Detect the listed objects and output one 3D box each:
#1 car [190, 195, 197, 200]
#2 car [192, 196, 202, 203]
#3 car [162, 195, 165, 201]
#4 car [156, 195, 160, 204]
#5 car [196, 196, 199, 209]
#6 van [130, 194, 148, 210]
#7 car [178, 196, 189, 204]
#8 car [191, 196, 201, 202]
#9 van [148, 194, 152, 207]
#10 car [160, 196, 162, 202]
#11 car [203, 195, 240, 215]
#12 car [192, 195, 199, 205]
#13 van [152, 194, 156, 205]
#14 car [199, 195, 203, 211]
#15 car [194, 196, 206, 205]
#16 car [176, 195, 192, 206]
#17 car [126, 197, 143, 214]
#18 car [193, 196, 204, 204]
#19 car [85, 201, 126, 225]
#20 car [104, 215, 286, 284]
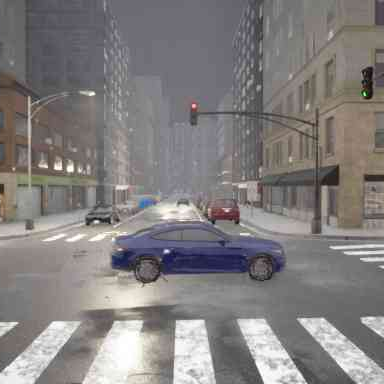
[{"bbox_3d":[0.400,1.525,91.139,2.008,1.369,4.403,-1,0,-2],"label":"car"},{"bbox_3d":[1.007,1.557,68.804,1.947,1.339,4.313,-1,0,-2],"label":"car"},{"bbox_3d":[-7.680,1.428,74.153,1.967,1.590,4.097,-1,0,-2],"label":"car"},{"bbox_3d":[-7.223,1.312,57.403,2.192,1.841,5.009,-1,0,-2],"label":"car"},{"bbox_3d":[1.760,1.528,41.054,1.752,1.417,4.829,-1,0,-2],"label":"car"},{"bbox_3d":[-6.764,1.344,40.651,1.690,1.788,3.998,-1,0,-2],"label":"van"},{"bbox_3d":[-1.719,1.541,63.897,2.033,1.411,5.357,0,0,-2],"label":"car"},{"bbox_3d":[0.855,1.538,74.387,2.008,1.369,4.403,-1,0,-2],"label":"car"},{"bbox_3d":[-6.917,1.342,46.235,1.690,1.788,3.998,-1,0,-2],"label":"van"},{"bbox_3d":[-7.374,1.434,62.986,1.967,1.590,4.097,-1,0,-2],"label":"car"},{"bbox_3d":[2.217,1.318,24.133,2.192,1.841,5.009,-1,0,-2],"label":"car"},{"bbox_3d":[1.611,1.316,46.468,2.192,1.841,5.009,-1,0,-2],"label":"car"},{"bbox_3d":[-7.070,1.340,51.819,1.690,1.788,3.998,-1,0,-2],"label":"van"},{"bbox_3d":[2.066,1.319,29.717,2.192,1.841,5.009,-1,0,-2],"label":"car"},{"bbox_3d":[1.305,1.522,57.806,1.752,1.417,4.829,-1,0,-2],"label":"car"},{"bbox_3d":[-1.434,1.504,53.479,1.837,1.490,4.892,0,0,-2],"label":"car"},{"bbox_3d":[-6.604,1.529,34.898,1.752,1.417,4.829,-1,0,-2],"label":"car"},{"bbox_3d":[1.158,1.560,63.220,1.947,1.339,4.313,-1,0,-2],"label":"car"},{"bbox_3d":[-6.302,1.569,23.900,1.947,1.339,4.313,-1,0,-2],"label":"car"},{"bbox_3d":[0.150,1.528,9.085,4.674,1.442,1.812,0,1,-2],"label":"car"}]
